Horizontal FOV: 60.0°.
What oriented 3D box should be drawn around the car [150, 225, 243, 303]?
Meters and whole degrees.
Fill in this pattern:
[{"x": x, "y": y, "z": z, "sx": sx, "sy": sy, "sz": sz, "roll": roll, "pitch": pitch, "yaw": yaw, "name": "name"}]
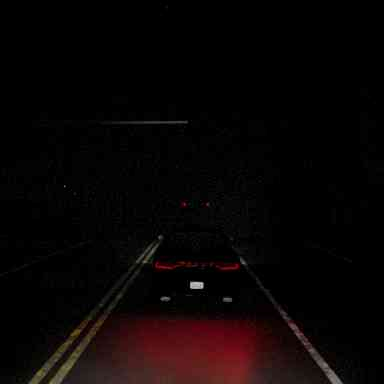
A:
[{"x": 0.095, "y": 1.593, "z": 8.568, "sx": 1.882, "sy": 1.535, "sz": 5.008, "roll": 1, "pitch": -1, "yaw": 0, "name": "car"}]
